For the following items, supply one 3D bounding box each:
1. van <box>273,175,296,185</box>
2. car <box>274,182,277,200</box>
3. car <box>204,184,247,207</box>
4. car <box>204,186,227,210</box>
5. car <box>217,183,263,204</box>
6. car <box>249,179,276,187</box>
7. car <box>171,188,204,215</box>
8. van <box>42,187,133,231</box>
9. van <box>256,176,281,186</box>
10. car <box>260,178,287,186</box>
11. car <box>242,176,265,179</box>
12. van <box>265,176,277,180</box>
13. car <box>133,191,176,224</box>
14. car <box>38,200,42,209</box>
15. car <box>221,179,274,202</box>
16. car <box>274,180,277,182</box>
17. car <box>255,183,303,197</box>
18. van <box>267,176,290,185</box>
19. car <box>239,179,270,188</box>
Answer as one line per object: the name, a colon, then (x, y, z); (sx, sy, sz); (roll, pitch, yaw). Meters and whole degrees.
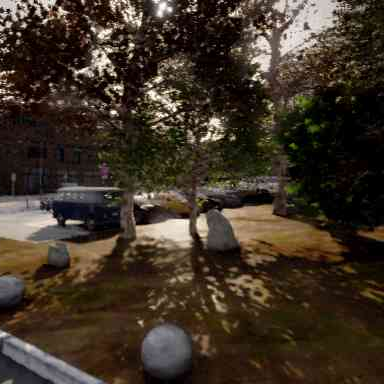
van: (20.254, -2.608, 72.948); (4.442, 1.987, 1.878); (1, 4, 37)
car: (6.287, 0.009, 32.431); (4.674, 1.452, 2.002); (1, 4, 37)
car: (1.324, 0.398, 25.756); (4.892, 1.521, 2.231); (1, 4, 37)
car: (-0.300, 0.571, 23.513); (4.792, 1.488, 2.163); (1, 4, 37)
car: (2.987, 0.254, 27.974); (5.008, 1.535, 2.097); (1, 4, 37)
car: (13.486, -1.767, 64.039); (4.674, 1.452, 2.002); (1, 4, 37)
car: (-2.125, 0.677, 21.415); (5.366, 1.575, 1.946); (1, 4, 37)
van: (-5.380, 0.744, 16.913); (4.442, 1.987, 1.878); (1, 4, 37)
van: (15.244, -2.173, 66.204); (4.442, 1.987, 1.878); (1, 4, 37)
car: (16.819, -2.093, 68.536); (5.008, 1.535, 2.097); (1, 4, 37)
car: (10.118, -1.772, 59.548); (5.566, 2.045, 2.435); (1, 4, 37)
van: (11.339, -0.680, 39.022); (4.442, 1.987, 1.878); (1, 4, 37)
car: (-3.606, 0.858, 19.062); (4.792, 1.488, 2.163); (1, 4, 37)
car: (-9.279, 0.588, 25.616); (1.837, 1.490, 4.892); (1, 4, 37)
car: (4.659, -0.013, 30.177); (4.553, 1.767, 2.185); (1, 4, 37)
car: (7.937, -0.174, 34.655); (5.008, 1.535, 2.097); (1, 4, 37)
car: (9.594, -0.275, 36.883); (4.674, 1.452, 2.002); (1, 4, 37)
van: (18.398, -2.465, 70.841); (4.442, 1.987, 1.878); (1, 4, 37)
car: (11.665, -1.671, 61.902); (5.366, 1.575, 1.946); (1, 4, 37)
